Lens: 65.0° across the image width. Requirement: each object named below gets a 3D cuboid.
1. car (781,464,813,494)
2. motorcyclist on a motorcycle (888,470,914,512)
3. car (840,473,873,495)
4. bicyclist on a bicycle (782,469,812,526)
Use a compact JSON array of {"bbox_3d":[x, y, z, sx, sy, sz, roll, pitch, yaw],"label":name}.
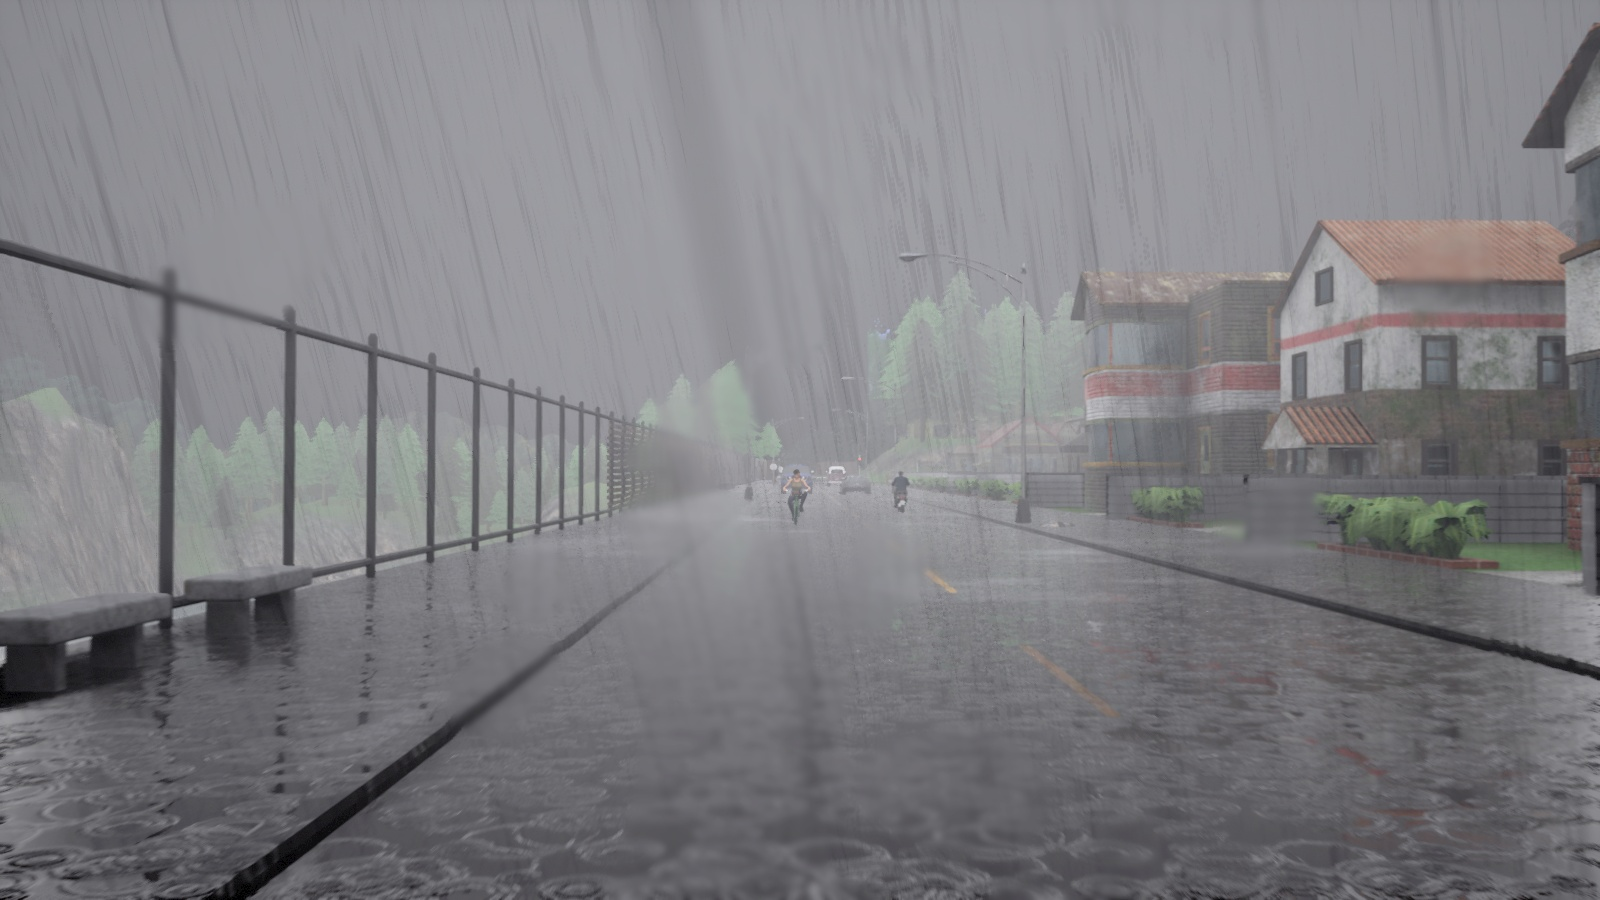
[{"bbox_3d":[-0.213,1.998,87.446,2.150,2.045,5.566,0,-1,0],"label":"car"},{"bbox_3d":[3.882,1.563,48.397,0.866,1.590,1.817,0,-1,0],"label":"motorcyclist on a motorcycle"},{"bbox_3d":[3.794,2.285,84.927,1.994,1.385,4.181,0,-1,0],"label":"car"},{"bbox_3d":[-0.083,1.360,36.320,0.866,1.612,1.509,0,-1,0],"label":"bicyclist on a bicycle"}]
